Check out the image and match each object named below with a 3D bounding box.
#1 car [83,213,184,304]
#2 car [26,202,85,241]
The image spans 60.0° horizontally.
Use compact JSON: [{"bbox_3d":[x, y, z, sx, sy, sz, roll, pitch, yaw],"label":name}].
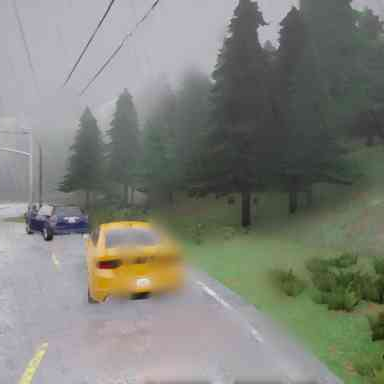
[{"bbox_3d":[-1.659,1.478,8.369,1.882,1.535,5.008,0,0,-18],"label":"car"},{"bbox_3d":[-6.917,1.352,17.024,2.097,1.767,4.553,0,0,-40],"label":"car"}]
